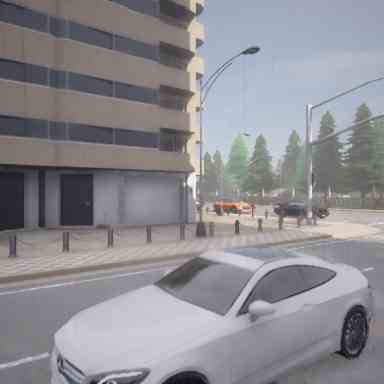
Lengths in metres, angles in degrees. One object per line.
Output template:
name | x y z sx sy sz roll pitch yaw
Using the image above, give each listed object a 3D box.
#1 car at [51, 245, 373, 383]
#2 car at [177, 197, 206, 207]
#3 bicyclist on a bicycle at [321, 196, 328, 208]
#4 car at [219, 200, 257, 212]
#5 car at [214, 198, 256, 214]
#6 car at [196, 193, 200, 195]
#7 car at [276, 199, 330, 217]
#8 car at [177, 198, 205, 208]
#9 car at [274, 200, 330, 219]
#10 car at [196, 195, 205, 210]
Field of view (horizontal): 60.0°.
car | 0.637 1.526 4.456 4.674 1.442 1.812 0 0 -36
car | -0.093 1.603 55.262 2.033 1.411 5.357 0 0 -37
bicyclist on a bicycle | 17.369 1.356 43.492 1.656 1.620 0.582 0 0 -36
car | 5.609 1.656 41.020 1.895 1.301 4.718 0 0 -36
car | 4.434 1.407 36.670 2.097 1.767 4.553 0 0 -36
car | -0.060 1.277 61.097 2.150 2.045 5.566 0 0 -35
car | 11.075 1.533 33.444 1.882 1.535 5.008 0 0 -36
car | -0.193 1.619 49.083 1.994 1.385 4.181 0 0 -36
car | 9.650 1.656 29.438 1.895 1.301 4.718 0 0 -36
car | -0.920 1.533 44.103 1.882 1.535 5.008 0 0 -36
